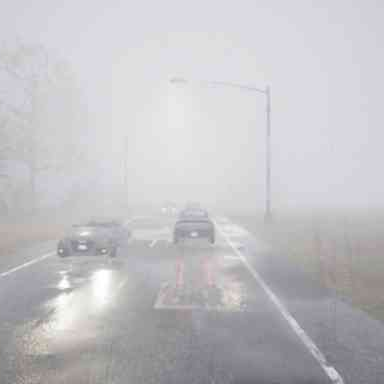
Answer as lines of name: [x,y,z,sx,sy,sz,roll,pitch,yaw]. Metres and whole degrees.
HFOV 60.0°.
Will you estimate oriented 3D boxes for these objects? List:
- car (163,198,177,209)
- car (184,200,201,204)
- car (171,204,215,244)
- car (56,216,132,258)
car: [-3.512,1.813,53.238,1.882,1.535,5.008,0,0,1]
car: [0.118,1.733,41.474,2.128,1.511,4.902,0,0,0]
car: [0.101,1.570,16.396,2.128,1.511,4.902,0,0,0]
car: [-3.586,1.624,12.871,1.994,1.385,4.181,0,0,0]
